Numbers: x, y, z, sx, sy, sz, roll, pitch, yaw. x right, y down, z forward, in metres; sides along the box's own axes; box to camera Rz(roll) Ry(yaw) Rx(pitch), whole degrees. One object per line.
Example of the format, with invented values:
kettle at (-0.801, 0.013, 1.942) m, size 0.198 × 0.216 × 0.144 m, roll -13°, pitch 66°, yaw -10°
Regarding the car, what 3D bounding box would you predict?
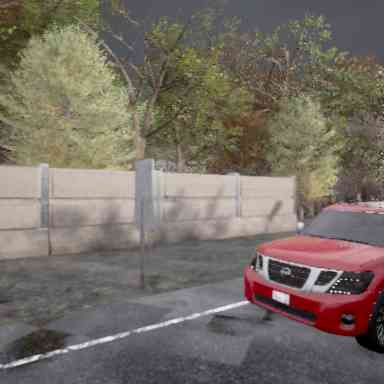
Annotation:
car at (3.571, 1.224, 6.527) m, size 5.566 × 2.045 × 2.150 m, roll 1°, pitch 1°, yaw -35°
